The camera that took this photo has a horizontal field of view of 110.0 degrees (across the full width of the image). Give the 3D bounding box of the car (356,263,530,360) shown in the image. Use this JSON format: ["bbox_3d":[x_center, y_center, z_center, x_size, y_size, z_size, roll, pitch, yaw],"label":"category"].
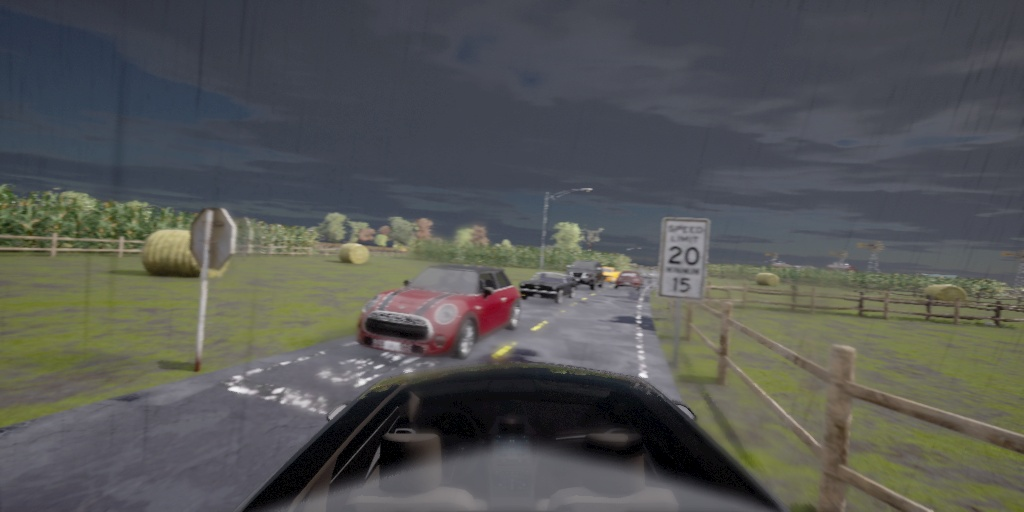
[{"bbox_3d":[-1.314,0.990,8.266,2.097,1.767,4.553,4,0,18],"label":"car"}]

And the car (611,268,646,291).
[{"bbox_3d":[9.506,1.940,29.003,1.812,1.442,4.674,4,0,23],"label":"car"}]

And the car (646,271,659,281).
[{"bbox_3d":[19.822,2.741,50.725,1.895,1.301,4.718,4,0,27],"label":"car"}]

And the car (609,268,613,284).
[{"bbox_3d":[9.509,1.876,36.232,1.882,1.535,5.008,4,0,25],"label":"car"}]

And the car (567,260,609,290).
[{"bbox_3d":[5.511,1.340,26.919,2.150,2.045,5.566,4,0,23],"label":"car"}]

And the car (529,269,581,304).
[{"bbox_3d":[1.868,1.465,17.589,1.895,1.301,4.718,4,0,20],"label":"car"}]
